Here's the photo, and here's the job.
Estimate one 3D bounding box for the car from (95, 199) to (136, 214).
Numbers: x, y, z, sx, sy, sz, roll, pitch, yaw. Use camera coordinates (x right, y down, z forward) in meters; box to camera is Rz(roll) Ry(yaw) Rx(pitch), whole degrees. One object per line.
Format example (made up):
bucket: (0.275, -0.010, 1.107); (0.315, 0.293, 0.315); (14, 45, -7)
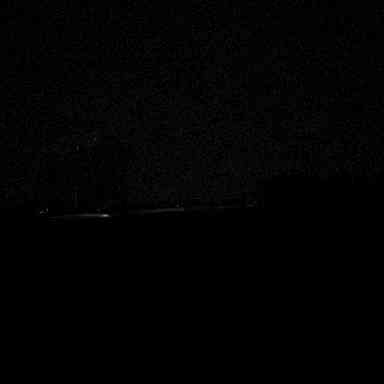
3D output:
car: (-8.006, 1.495, 35.186); (1.812, 1.442, 4.674); (-1, 0, 35)

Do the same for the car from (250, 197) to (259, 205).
car: (11.958, 1.477, 58.540); (2.128, 1.511, 4.902); (-1, -1, 35)

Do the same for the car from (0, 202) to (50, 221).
car: (-14.142, 1.540, 26.440); (2.033, 1.411, 5.357); (-1, -1, 34)

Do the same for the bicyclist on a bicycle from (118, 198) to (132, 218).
bicyclist on a bicycle: (-5.672, 1.351, 28.116); (1.656, 1.620, 0.582); (0, 0, 35)

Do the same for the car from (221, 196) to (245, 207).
car: (6.256, 1.406, 50.361); (1.882, 1.535, 5.008); (-1, -1, 36)

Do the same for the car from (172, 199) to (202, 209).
car: (-0.653, 1.560, 45.576); (1.895, 1.301, 4.718); (-1, -1, 35)
